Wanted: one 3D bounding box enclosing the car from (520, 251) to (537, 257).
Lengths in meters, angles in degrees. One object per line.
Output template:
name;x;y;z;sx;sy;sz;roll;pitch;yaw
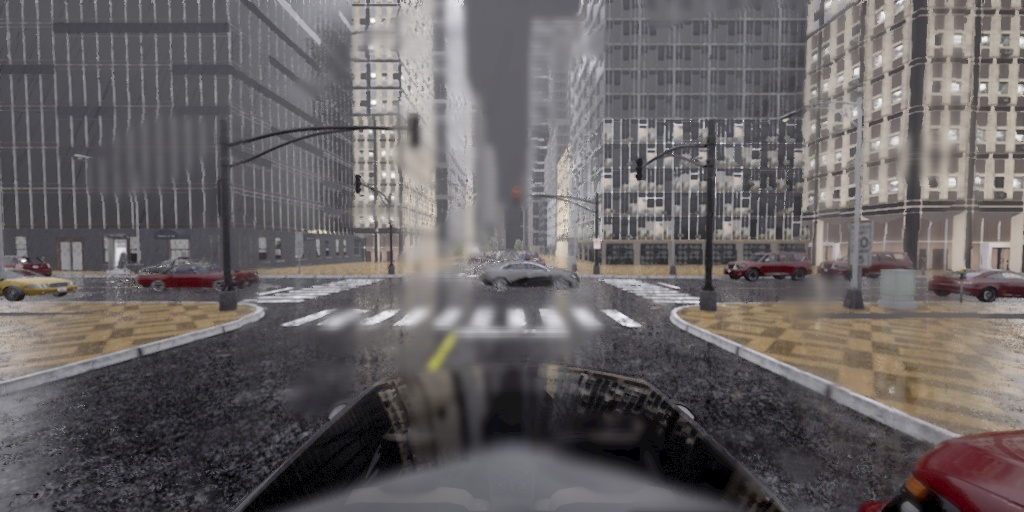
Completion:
car;2.570;0.256;48.416;2.192;1.841;5.009;0;0;0

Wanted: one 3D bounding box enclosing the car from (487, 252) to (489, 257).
car;-5.295;0.330;59.442;1.802;1.307;4.207;0;0;0

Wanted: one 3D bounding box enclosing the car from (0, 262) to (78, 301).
car;-21.256;1.075;15.022;4.829;1.417;1.751;0;0;0

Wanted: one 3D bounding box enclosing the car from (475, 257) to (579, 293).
car;0.843;0.966;17.748;4.902;1.511;2.128;0;1;0

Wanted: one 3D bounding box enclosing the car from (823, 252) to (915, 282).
car;22.900;0.668;23.243;5.009;1.841;2.192;0;0;0

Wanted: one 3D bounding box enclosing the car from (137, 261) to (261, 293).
car;-15.264;1.076;17.708;4.718;1.301;1.895;0;2;0

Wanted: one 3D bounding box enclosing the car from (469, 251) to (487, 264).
car;-5.297;0.285;53.918;1.967;1.591;4.097;0;0;0

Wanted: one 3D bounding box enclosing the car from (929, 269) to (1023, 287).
car;20.185;1.191;15.103;4.207;1.307;1.802;0;0;0

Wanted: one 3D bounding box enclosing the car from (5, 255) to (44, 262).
car;-32.557;0.716;23.064;4.097;1.591;1.967;0;0;0

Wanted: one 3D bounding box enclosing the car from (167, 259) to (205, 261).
car;-21.442;0.841;23.157;4.403;1.370;2.007;0;0;0

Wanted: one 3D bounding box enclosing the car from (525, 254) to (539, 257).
car;2.545;0.716;37.368;1.802;1.307;4.207;0;0;0

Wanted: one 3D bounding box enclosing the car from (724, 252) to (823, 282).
car;16.569;0.660;23.231;5.009;1.841;2.192;0;0;0
